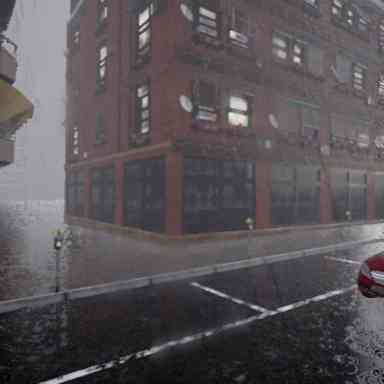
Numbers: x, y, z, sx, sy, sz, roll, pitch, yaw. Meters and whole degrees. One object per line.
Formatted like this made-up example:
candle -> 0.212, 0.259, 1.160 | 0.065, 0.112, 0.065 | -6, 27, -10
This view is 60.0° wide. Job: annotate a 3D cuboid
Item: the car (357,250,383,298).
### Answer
car -> 5.545, 1.506, 7.329 | 4.674, 1.442, 1.812 | 0, 0, -35
